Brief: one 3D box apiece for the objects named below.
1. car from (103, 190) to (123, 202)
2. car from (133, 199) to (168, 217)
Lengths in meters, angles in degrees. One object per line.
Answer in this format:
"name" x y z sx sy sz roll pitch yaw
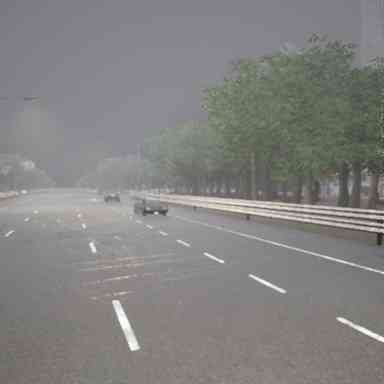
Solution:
"car" -12.237 0.607 50.242 2.097 1.767 4.553 0 1 -20
"car" -3.427 1.222 26.674 1.895 1.301 4.718 0 1 -21
